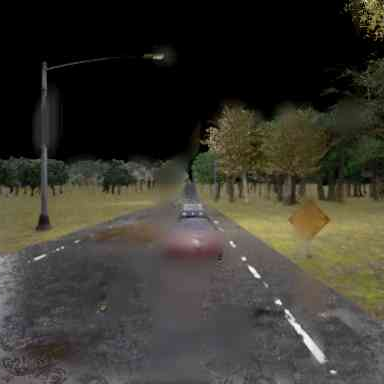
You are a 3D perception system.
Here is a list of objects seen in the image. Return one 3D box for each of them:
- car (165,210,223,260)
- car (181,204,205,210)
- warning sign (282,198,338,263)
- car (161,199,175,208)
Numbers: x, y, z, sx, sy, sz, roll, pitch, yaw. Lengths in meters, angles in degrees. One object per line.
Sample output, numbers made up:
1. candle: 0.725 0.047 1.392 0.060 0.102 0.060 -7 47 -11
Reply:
1. car: 0.069 1.572 12.551 1.994 1.385 4.181 0 0 0
2. car: 0.063 1.629 26.344 1.895 1.301 4.718 0 0 0
3. warning sign: 3.559 1.122 10.142 1.300 1.860 1.060 1 0 0
4. car: -3.577 1.712 49.489 1.895 1.301 4.718 0 0 0
